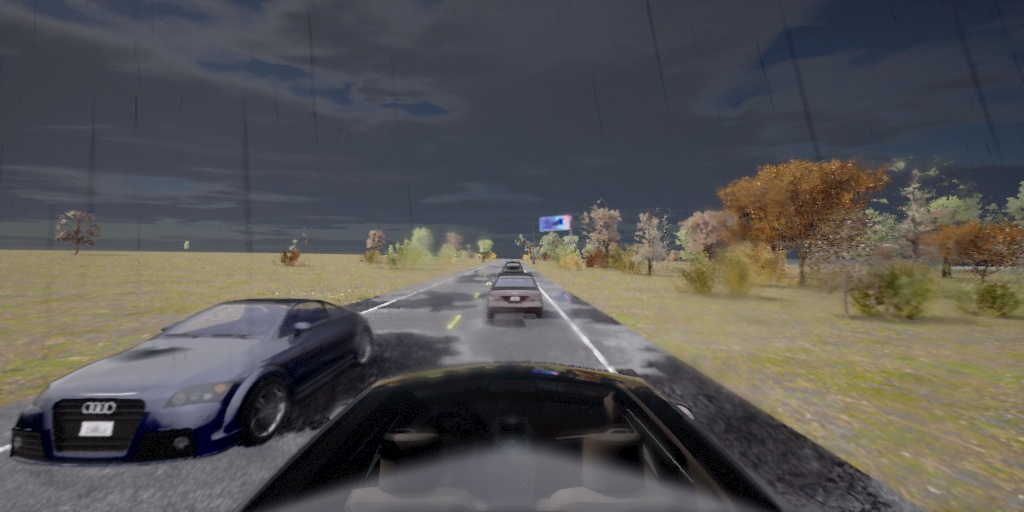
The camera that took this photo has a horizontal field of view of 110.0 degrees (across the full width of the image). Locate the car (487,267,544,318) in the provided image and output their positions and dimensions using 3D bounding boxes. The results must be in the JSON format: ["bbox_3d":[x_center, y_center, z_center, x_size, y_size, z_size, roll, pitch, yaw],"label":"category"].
[{"bbox_3d":[0.096,1.301,13.018,2.033,1.411,5.357,0,0,0],"label":"car"}]

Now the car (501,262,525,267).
[{"bbox_3d":[0.089,1.268,32.289,1.837,1.490,4.892,0,0,0],"label":"car"}]

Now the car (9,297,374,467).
[{"bbox_3d":[-3.602,1.314,5.102,1.994,1.385,4.181,0,0,0],"label":"car"}]
